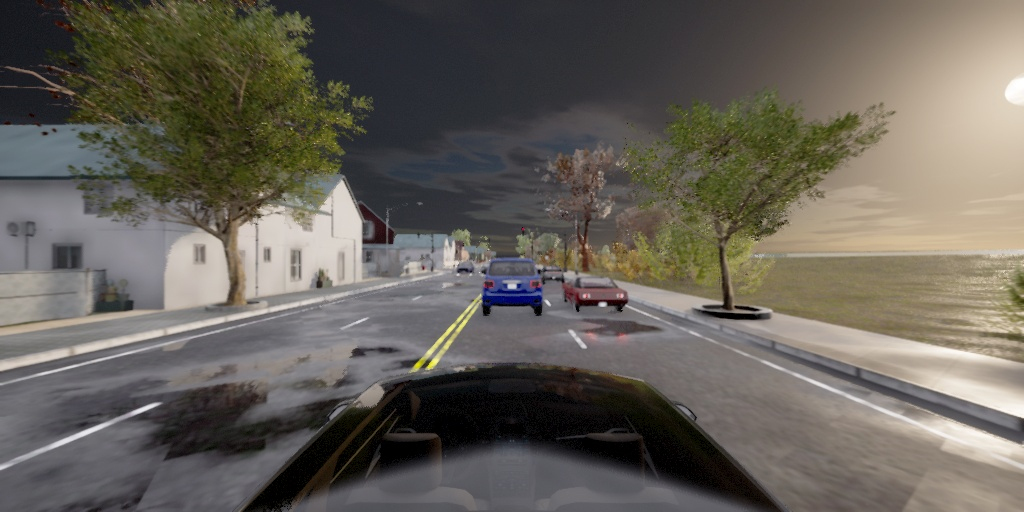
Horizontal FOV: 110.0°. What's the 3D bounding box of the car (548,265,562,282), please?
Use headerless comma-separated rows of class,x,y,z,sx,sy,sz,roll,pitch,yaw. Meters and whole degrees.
car,3.281,1.521,30.346,2.128,1.511,4.902,0,0,0

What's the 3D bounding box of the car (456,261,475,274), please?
car,-6.494,1.562,50.470,2.097,1.767,4.553,0,0,0

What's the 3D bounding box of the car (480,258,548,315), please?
car,0.015,1.100,14.404,2.150,2.045,5.566,0,0,0

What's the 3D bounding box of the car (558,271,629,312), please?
car,3.272,1.483,15.094,1.895,1.301,4.718,0,-1,0

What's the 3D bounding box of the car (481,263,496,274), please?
car,-3.248,1.732,49.997,1.812,1.442,4.674,0,-1,1
